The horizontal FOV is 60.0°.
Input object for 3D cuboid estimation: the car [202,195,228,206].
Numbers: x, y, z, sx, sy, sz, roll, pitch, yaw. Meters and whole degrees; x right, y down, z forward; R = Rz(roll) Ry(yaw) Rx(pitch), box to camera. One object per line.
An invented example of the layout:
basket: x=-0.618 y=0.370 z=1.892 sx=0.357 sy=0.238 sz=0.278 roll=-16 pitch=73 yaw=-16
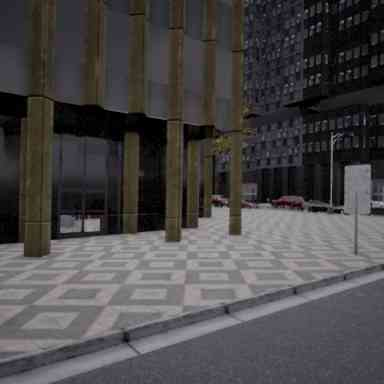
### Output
car: x=4.194 y=1.499 z=61.253 sx=2.192 sy=1.841 sz=5.009 roll=1 pitch=-1 yaw=-35

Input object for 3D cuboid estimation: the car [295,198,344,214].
car: x=13.187 y=1.530 z=33.829 sx=1.947 sy=1.339 sz=4.313 roll=1 pitch=-1 yaw=-35

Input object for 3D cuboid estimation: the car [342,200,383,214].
car: x=20.135 y=1.696 z=38.766 sx=2.008 sy=1.369 sz=4.403 roll=1 pitch=-1 yaw=-35

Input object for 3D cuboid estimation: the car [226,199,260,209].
car: x=6.809 y=1.561 z=42.823 sx=1.802 sy=1.307 sz=4.206 roll=1 pitch=-1 yaw=-35

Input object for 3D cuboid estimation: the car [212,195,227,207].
car: x=3.624 y=1.302 z=47.323 sx=2.192 sy=1.841 sz=5.009 roll=1 pitch=-1 yaw=-35

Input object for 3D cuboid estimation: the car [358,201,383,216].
car: x=16.376 y=1.508 z=29.332 sx=2.008 sy=1.369 sz=4.403 roll=1 pitch=-1 yaw=-35

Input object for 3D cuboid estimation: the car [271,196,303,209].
car: x=13.761 y=1.475 z=47.762 sx=2.192 sy=1.841 sz=5.009 roll=1 pitch=-1 yaw=-35
